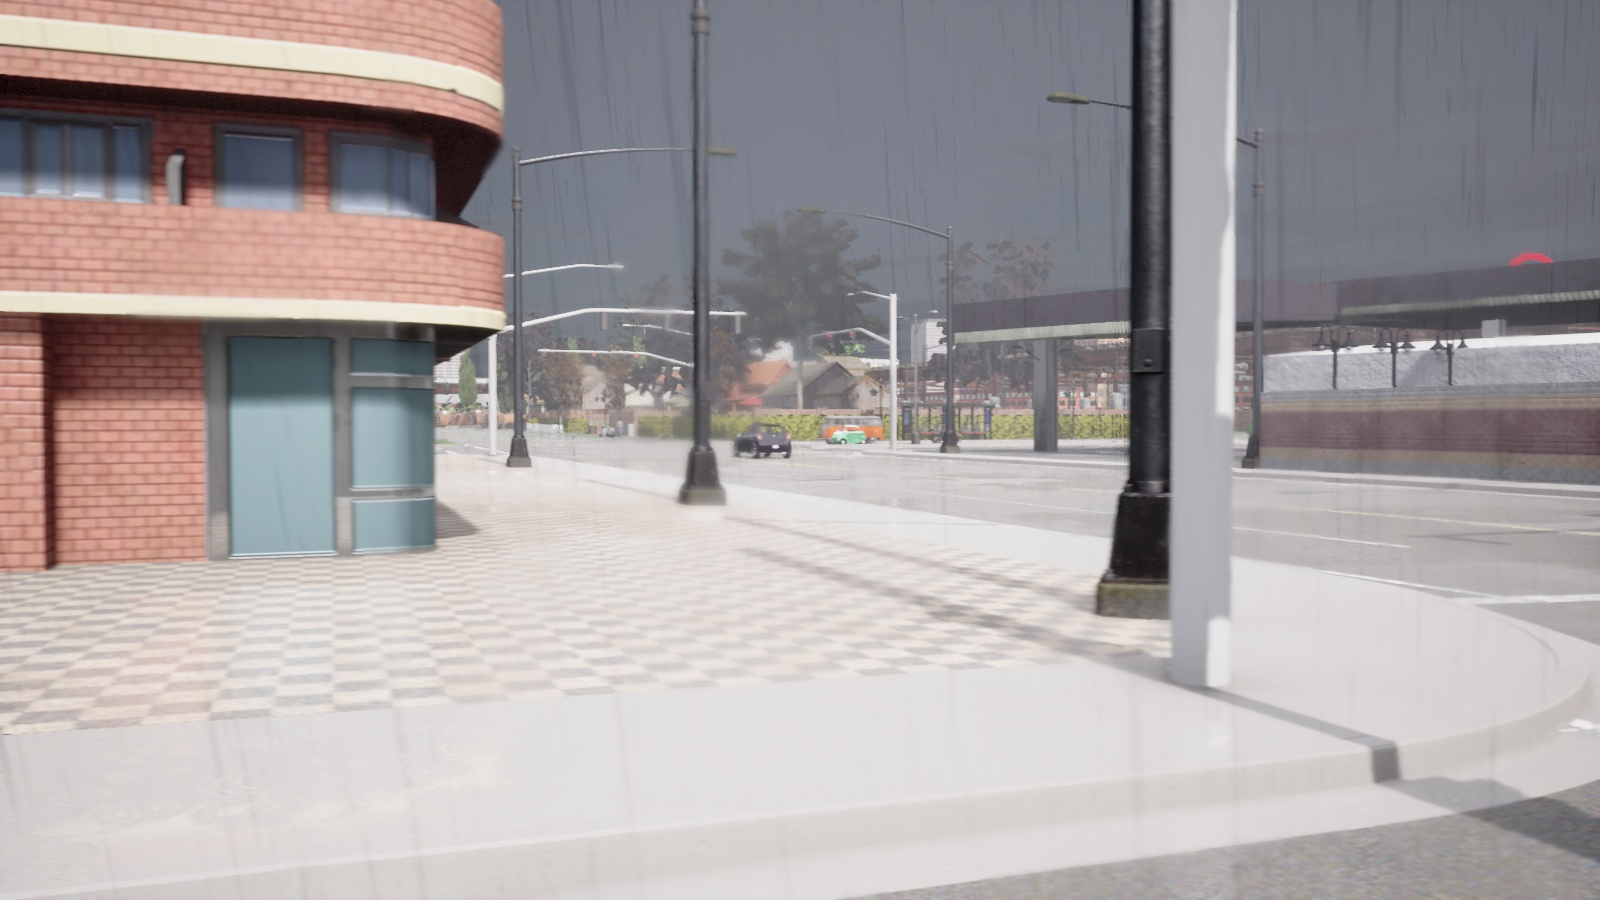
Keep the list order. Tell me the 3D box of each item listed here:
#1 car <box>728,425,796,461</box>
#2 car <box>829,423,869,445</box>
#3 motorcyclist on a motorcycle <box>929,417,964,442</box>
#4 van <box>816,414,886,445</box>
[{"bbox_3d":[-1.715,-0.335,55.734,1.845,1.501,3.633,-2,1,-22],"label":"car"},{"bbox_3d":[3.198,-1.024,82.000,2.207,1.376,1.481,-2,1,-21],"label":"car"},{"bbox_3d":[10.315,-1.447,88.462,2.350,1.649,0.766,-2,2,-21],"label":"motorcyclist on a motorcycle"},{"bbox_3d":[3.492,-1.424,85.854,4.442,1.987,1.775,-2,1,-21],"label":"van"}]
